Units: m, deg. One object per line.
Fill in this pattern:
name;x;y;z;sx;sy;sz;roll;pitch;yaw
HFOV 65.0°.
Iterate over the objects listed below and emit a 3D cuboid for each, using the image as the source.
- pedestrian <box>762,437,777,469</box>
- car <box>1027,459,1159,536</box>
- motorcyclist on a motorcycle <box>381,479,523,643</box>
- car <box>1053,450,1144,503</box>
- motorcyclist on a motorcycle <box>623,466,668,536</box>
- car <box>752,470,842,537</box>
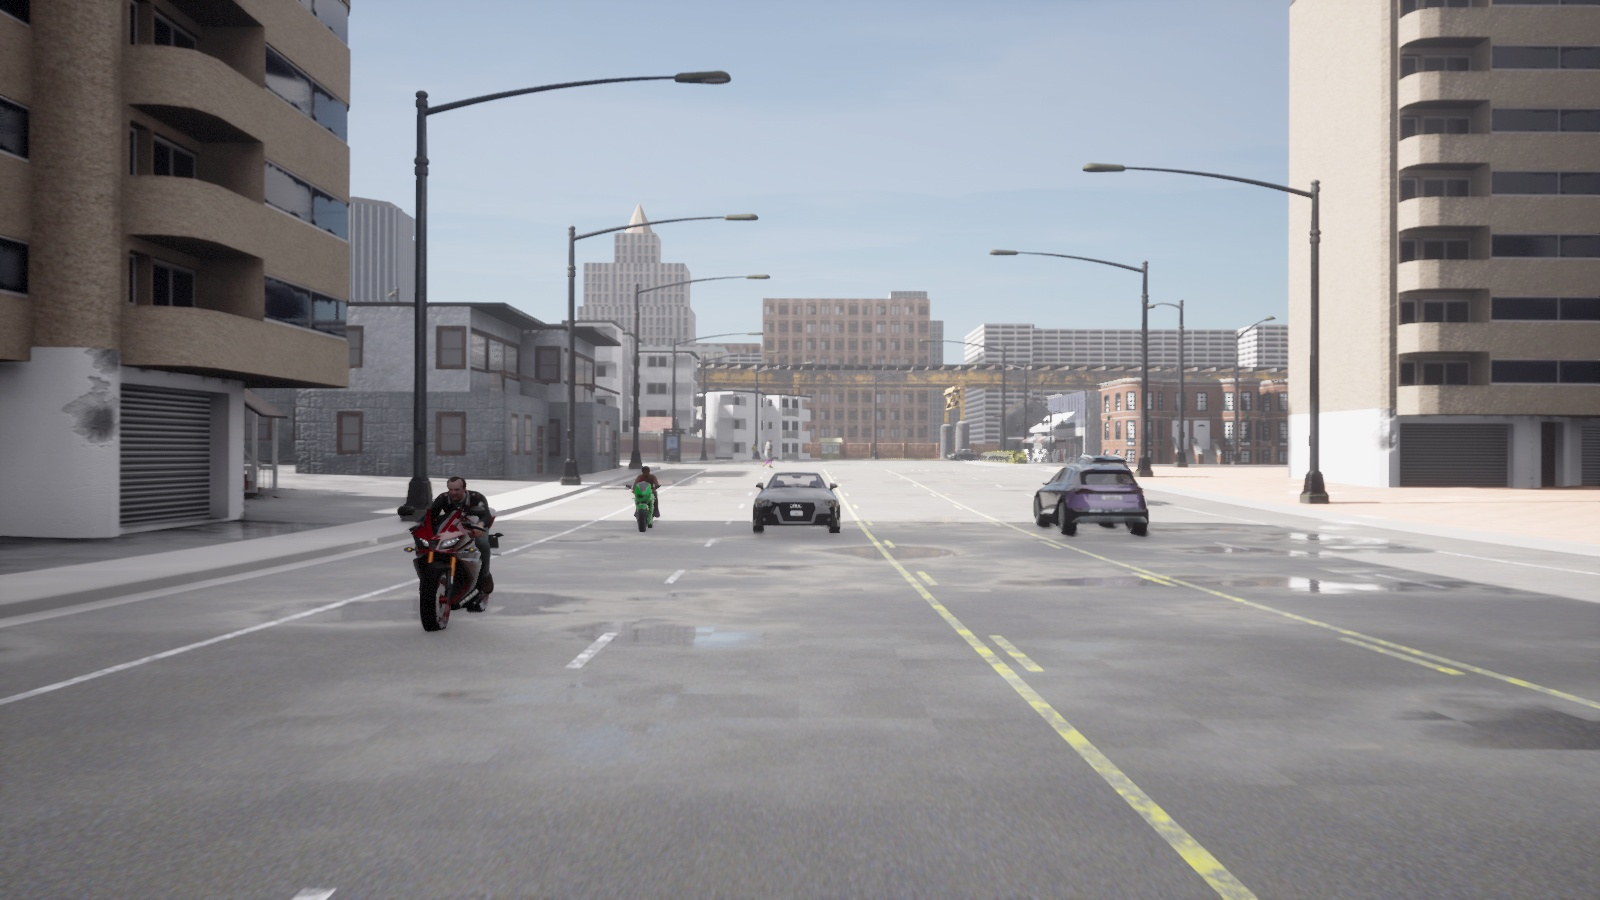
pedestrian;-1.913;0.191;78.221;0.873;1.952;0.659;0;0;-4
car;6.929;1.060;30.279;2.033;1.649;4.856;0;0;0
motorcyclist on a motorcycle;-3.530;1.079;12.977;0.866;1.530;2.191;0;-1;0
car;10.395;0.884;44.096;2.033;1.649;4.856;0;1;0
motorcyclist on a motorcycle;-3.569;1.158;29.227;0.797;1.523;2.044;0;0;0
car;-0.070;1.223;29.879;1.994;1.385;4.181;0;0;0
